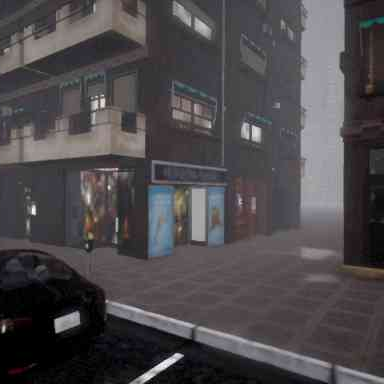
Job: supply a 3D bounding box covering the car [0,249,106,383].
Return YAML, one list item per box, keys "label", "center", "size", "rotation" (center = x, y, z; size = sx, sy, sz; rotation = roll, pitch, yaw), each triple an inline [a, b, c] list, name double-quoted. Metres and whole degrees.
- label: "car"
  center: [-3.156, 1.564, 5.121]
  size: [4.313, 1.339, 1.947]
  rotation: [0, 0, 36]
